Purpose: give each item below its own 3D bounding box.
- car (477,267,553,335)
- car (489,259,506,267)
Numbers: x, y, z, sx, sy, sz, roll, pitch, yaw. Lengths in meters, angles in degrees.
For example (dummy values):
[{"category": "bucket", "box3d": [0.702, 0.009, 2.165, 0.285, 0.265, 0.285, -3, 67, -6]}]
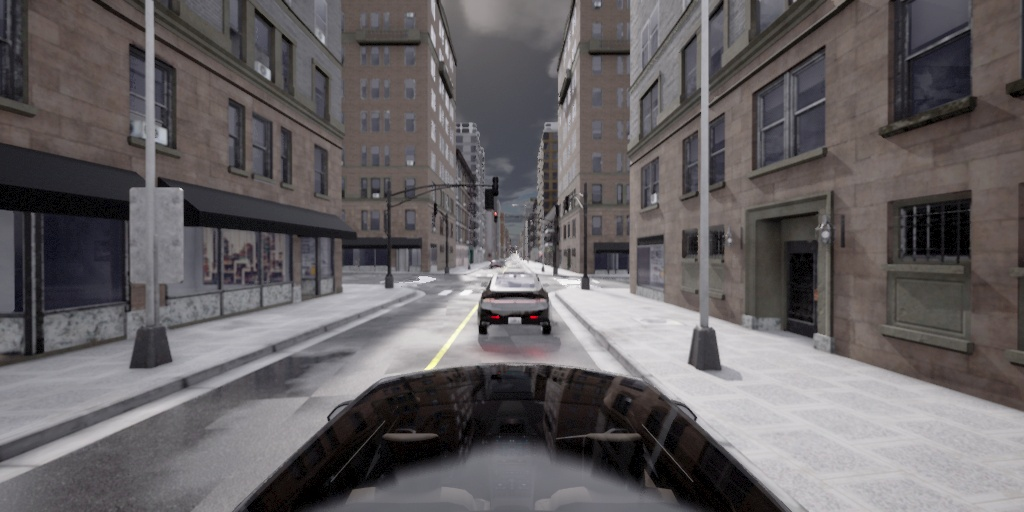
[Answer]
[{"category": "car", "box3d": [0.086, 1.230, 10.460, 2.128, 1.511, 4.902, 0, 0, 1]}, {"category": "car", "box3d": [-2.511, 1.315, 57.035, 1.994, 1.385, 4.181, 0, 0, 1]}]
